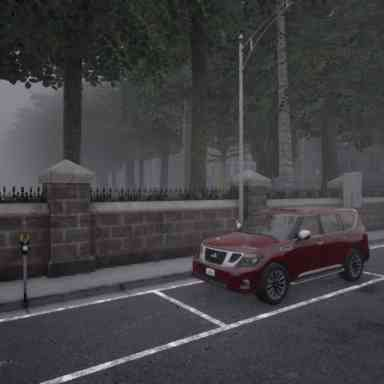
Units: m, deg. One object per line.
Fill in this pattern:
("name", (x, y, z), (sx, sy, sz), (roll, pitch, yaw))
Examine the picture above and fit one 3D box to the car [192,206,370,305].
("car", (2.422, 1.314, 8.261), (5.009, 1.841, 2.192), (0, 0, -36))
